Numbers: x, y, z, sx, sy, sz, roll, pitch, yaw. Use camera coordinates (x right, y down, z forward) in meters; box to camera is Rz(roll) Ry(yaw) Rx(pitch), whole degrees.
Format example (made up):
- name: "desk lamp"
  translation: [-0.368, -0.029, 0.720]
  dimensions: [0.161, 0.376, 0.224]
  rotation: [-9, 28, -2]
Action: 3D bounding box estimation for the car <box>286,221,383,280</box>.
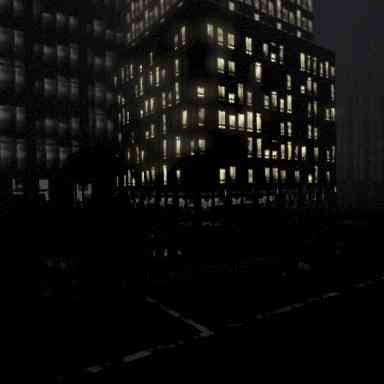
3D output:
- name: "car"
  translation: [4.674, 1.562, 9.909]
  dimensions: [4.313, 1.339, 1.947]
  rotation: [0, -1, -35]
